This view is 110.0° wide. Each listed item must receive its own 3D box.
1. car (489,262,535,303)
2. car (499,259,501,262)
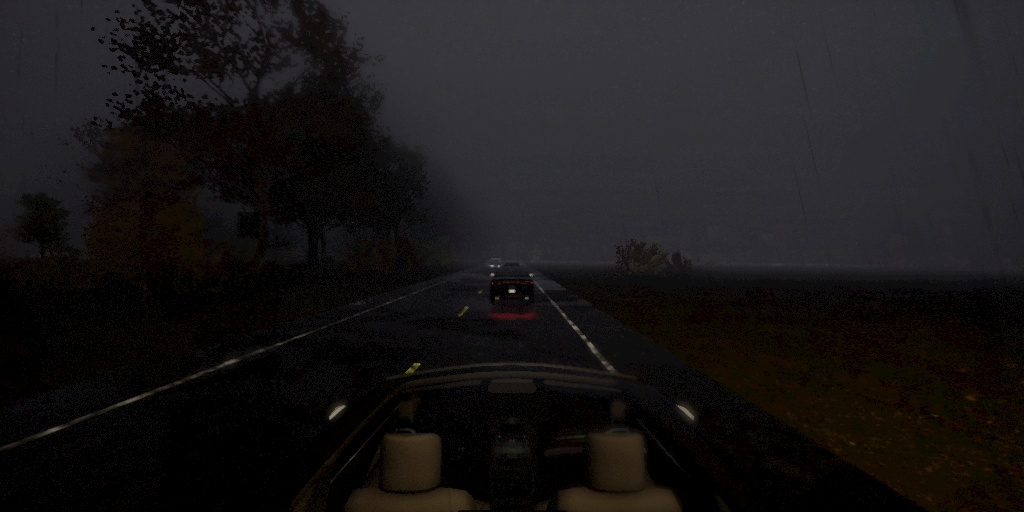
[{"bbox_3d":[0.000,1.228,16.501,1.882,1.535,5.008,0,0,0],"label":"car"},{"bbox_3d":[0.000,1.251,31.502,1.837,1.490,4.892,0,0,0],"label":"car"}]
